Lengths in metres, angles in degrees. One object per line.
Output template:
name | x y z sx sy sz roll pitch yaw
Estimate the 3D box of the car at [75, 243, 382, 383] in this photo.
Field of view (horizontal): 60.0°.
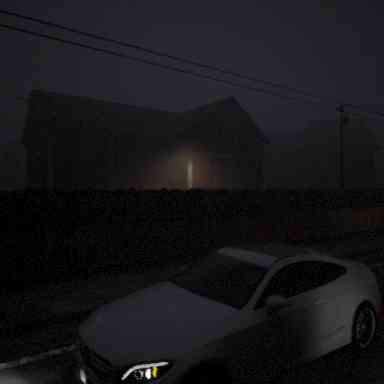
car | 0.840 1.507 4.593 4.674 1.442 1.812 0 0 -36
